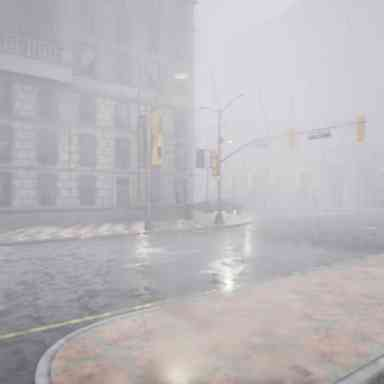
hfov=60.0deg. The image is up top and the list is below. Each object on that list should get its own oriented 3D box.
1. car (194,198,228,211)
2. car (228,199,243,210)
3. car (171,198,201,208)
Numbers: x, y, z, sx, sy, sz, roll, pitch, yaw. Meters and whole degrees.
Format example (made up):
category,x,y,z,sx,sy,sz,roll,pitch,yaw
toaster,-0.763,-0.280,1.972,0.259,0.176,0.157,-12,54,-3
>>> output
category,x,y,z,sx,sy,sz,roll,pitch,yaw
car,2.149,1.675,42.136,1.994,1.385,4.181,0,0,-36
car,4.709,1.631,44.571,1.837,1.490,4.892,0,0,-36
car,-0.981,1.674,52.513,2.033,1.411,5.357,0,0,-35
